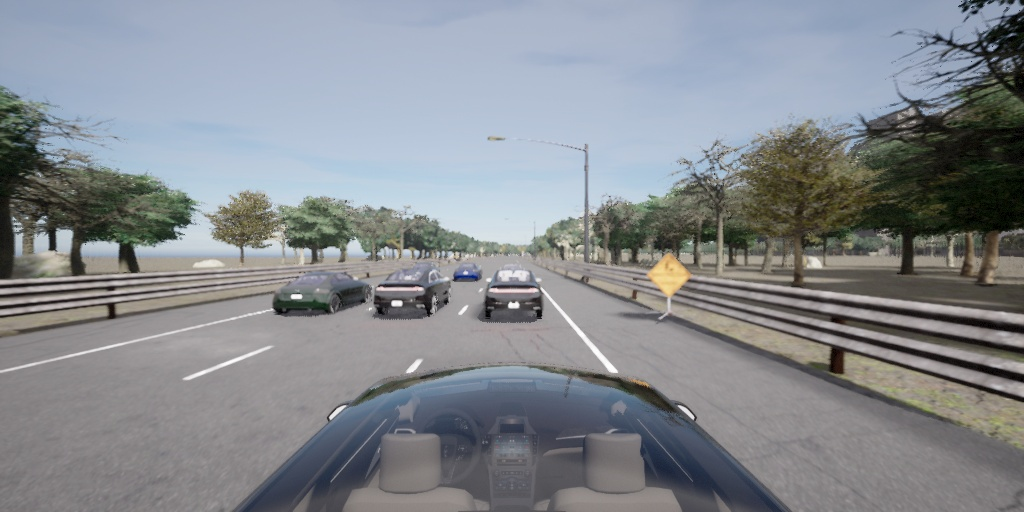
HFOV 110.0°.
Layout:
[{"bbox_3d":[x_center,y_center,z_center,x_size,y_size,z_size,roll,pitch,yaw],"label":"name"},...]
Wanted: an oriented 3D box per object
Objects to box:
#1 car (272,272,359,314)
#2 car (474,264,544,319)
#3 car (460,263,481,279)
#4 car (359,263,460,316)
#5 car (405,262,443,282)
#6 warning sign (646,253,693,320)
[{"bbox_3d":[-6.934,1.273,13.565,1.994,1.385,4.181,0,0,0],"label":"car"},{"bbox_3d":[0.061,1.201,12.626,2.128,1.511,4.902,0,0,0],"label":"car"},{"bbox_3d":[-3.439,1.224,28.704,1.994,1.385,4.181,0,0,0],"label":"car"},{"bbox_3d":[-3.437,1.202,13.174,2.128,1.511,4.902,0,0,0],"label":"car"},{"bbox_3d":[-6.938,1.224,28.744,1.994,1.385,4.181,0,0,0],"label":"car"},{"bbox_3d":[4.546,0.834,10.416,1.300,1.860,1.060,0,0,0],"label":"warning sign"}]
